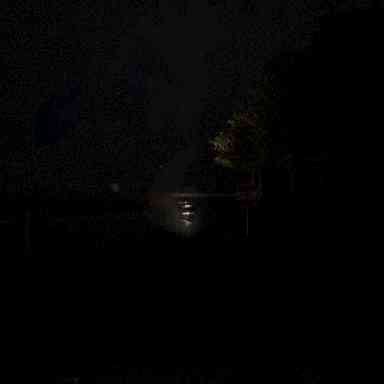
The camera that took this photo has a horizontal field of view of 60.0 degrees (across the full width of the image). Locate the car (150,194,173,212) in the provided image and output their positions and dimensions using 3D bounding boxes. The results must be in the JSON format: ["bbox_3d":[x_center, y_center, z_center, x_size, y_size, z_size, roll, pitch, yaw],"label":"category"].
[{"bbox_3d":[-2.759,0.976,30.762,1.882,1.535,5.008,0,2,0],"label":"car"}]
